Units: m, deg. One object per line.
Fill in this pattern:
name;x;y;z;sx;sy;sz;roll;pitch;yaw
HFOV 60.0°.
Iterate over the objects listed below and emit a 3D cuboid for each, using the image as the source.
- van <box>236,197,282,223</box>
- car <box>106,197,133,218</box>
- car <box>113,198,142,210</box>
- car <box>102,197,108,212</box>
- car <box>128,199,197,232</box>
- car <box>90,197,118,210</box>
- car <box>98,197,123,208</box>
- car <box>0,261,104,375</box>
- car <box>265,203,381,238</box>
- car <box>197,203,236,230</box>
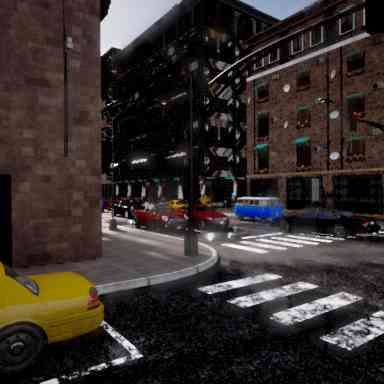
van;4.904;1.280;24.931;1.690;1.788;3.998;0;0;-36
car;-5.630;1.473;29.566;1.837;1.490;4.892;-1;0;-36
car;-8.417;1.463;43.244;1.887;1.381;4.507;-1;0;-36
car;-11.903;1.182;38.205;2.150;2.045;5.566;-1;0;-36
car;-1.883;1.441;20.016;1.967;1.590;4.097;0;0;-36
car;-11.410;1.415;42.955;1.882;1.535;5.008;-1;0;-36
car;-11.748;1.463;47.822;1.887;1.381;4.507;-1;0;-36
car;-3.574;1.525;4.015;4.829;1.417;1.752;0;0;-36
car;6.815;1.519;17.552;2.033;1.411;5.357;-1;1;-43
car;0.416;1.508;21.261;1.812;1.442;4.674;-1;0;-34
